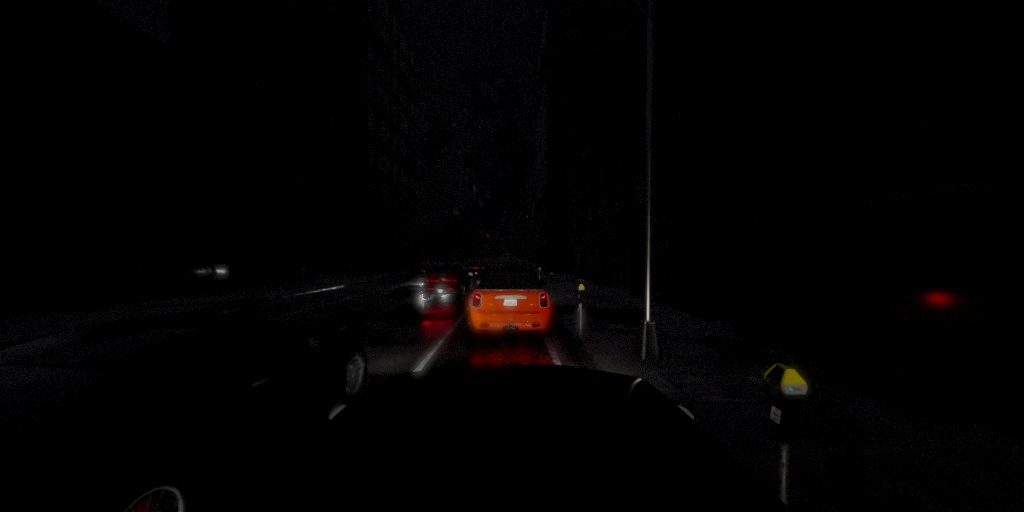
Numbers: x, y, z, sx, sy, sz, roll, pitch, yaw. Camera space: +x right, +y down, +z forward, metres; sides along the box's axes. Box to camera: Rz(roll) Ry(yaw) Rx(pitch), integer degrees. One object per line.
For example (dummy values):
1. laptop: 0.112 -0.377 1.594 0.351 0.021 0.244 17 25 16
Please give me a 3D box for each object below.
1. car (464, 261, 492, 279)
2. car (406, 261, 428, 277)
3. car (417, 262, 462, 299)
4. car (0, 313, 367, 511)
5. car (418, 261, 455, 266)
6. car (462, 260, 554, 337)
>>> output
1. car: -3.051 1.241 33.118 2.128 1.511 4.902 0 0 0
2. car: -8.909 1.189 34.934 1.967 1.591 4.097 0 0 0
3. car: -3.147 1.253 18.141 1.837 1.490 4.892 0 0 0
4. car: -3.052 1.275 3.389 1.812 1.442 4.674 0 0 0
5. car: -6.242 1.349 30.578 1.895 1.301 4.718 0 0 0
6. car: -0.032 1.101 10.472 2.097 1.767 4.553 0 0 0
